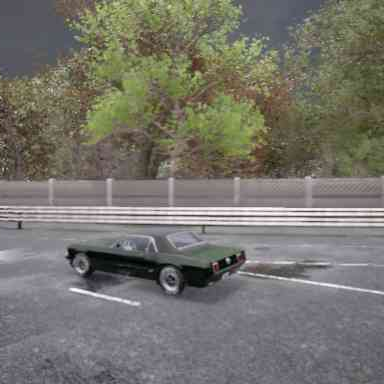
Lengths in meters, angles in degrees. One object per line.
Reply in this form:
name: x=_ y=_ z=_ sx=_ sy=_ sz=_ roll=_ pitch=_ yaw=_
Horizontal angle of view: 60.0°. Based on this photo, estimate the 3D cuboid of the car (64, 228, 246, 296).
car: x=-1.134 y=1.599 z=8.633 sx=4.718 sy=1.301 sz=1.895 roll=0 pitch=0 yaw=32
